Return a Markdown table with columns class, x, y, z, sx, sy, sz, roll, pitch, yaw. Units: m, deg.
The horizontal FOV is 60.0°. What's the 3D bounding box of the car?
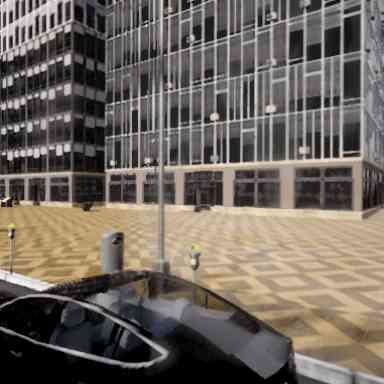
| class | x | y | z | sx | sy | sz | roll | pitch | yaw |
| --- | --- | --- | --- | --- | --- | --- | --- | --- | --- |
| car | -1.054 | 1.559 | 3.622 | 4.313 | 1.339 | 1.947 | 0 | 0 | 36 |
